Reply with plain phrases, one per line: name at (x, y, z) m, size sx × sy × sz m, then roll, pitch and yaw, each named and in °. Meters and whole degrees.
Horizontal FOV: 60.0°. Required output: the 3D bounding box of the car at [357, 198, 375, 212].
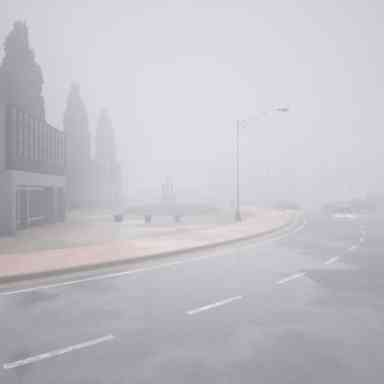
car at (19.288, 1.488, 38.877) m, size 2.128 × 1.511 × 4.902 m, roll 0°, pitch 0°, yaw -3°

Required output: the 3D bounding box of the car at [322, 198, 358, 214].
car at (15.401, 1.561, 35.294) m, size 1.994 × 1.385 × 4.181 m, roll 0°, pitch 0°, yaw 1°

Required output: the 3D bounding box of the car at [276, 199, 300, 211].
car at (11.876, 1.561, 41.237) m, size 1.994 × 1.385 × 4.181 m, roll 0°, pitch 0°, yaw -3°
